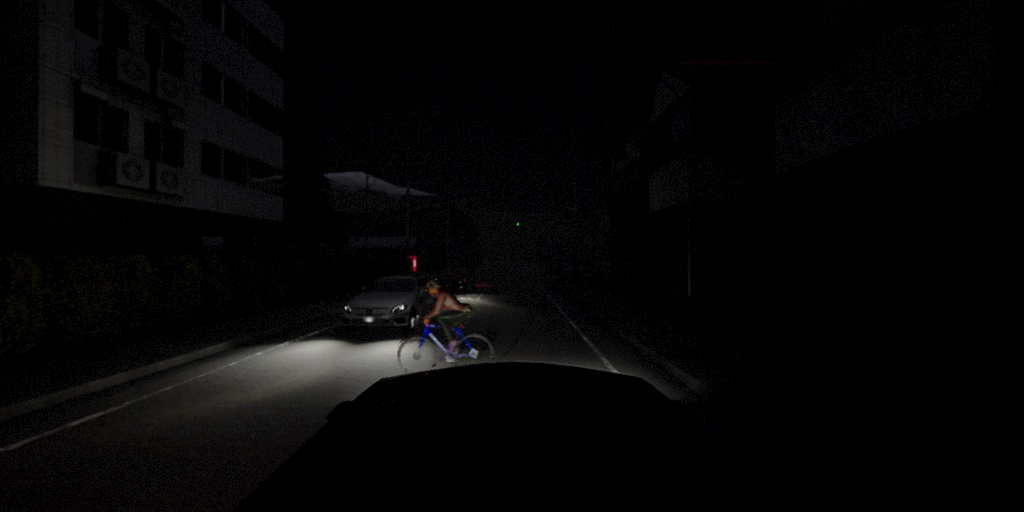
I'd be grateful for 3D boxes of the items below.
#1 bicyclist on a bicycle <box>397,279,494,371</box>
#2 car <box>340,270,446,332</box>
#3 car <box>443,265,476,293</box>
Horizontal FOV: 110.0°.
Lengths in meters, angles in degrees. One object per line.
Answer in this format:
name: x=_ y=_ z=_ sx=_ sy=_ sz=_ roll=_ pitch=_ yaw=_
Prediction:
bicyclist on a bicycle: x=-1.144 y=1.218 z=6.081 sx=1.656 sy=1.620 sz=0.582 roll=-2 pitch=0 yaw=1
car: x=-3.511 y=1.309 z=11.165 sx=1.812 sy=1.442 sz=4.674 roll=0 pitch=0 yaw=0
car: x=-3.349 y=1.300 z=21.846 sx=1.882 sy=1.535 sz=5.008 roll=0 pitch=0 yaw=1
